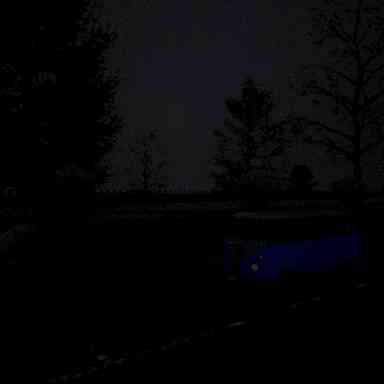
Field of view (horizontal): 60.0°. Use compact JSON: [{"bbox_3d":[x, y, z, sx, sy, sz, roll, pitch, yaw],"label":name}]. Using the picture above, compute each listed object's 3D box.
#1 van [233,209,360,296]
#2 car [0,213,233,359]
[{"bbox_3d":[2.557,1.339,8.383,3.998,1.788,1.690,0,0,-36],"label":"van"},{"bbox_3d":[-2.027,1.314,5.114,5.009,1.841,2.192,0,0,-36],"label":"car"}]
